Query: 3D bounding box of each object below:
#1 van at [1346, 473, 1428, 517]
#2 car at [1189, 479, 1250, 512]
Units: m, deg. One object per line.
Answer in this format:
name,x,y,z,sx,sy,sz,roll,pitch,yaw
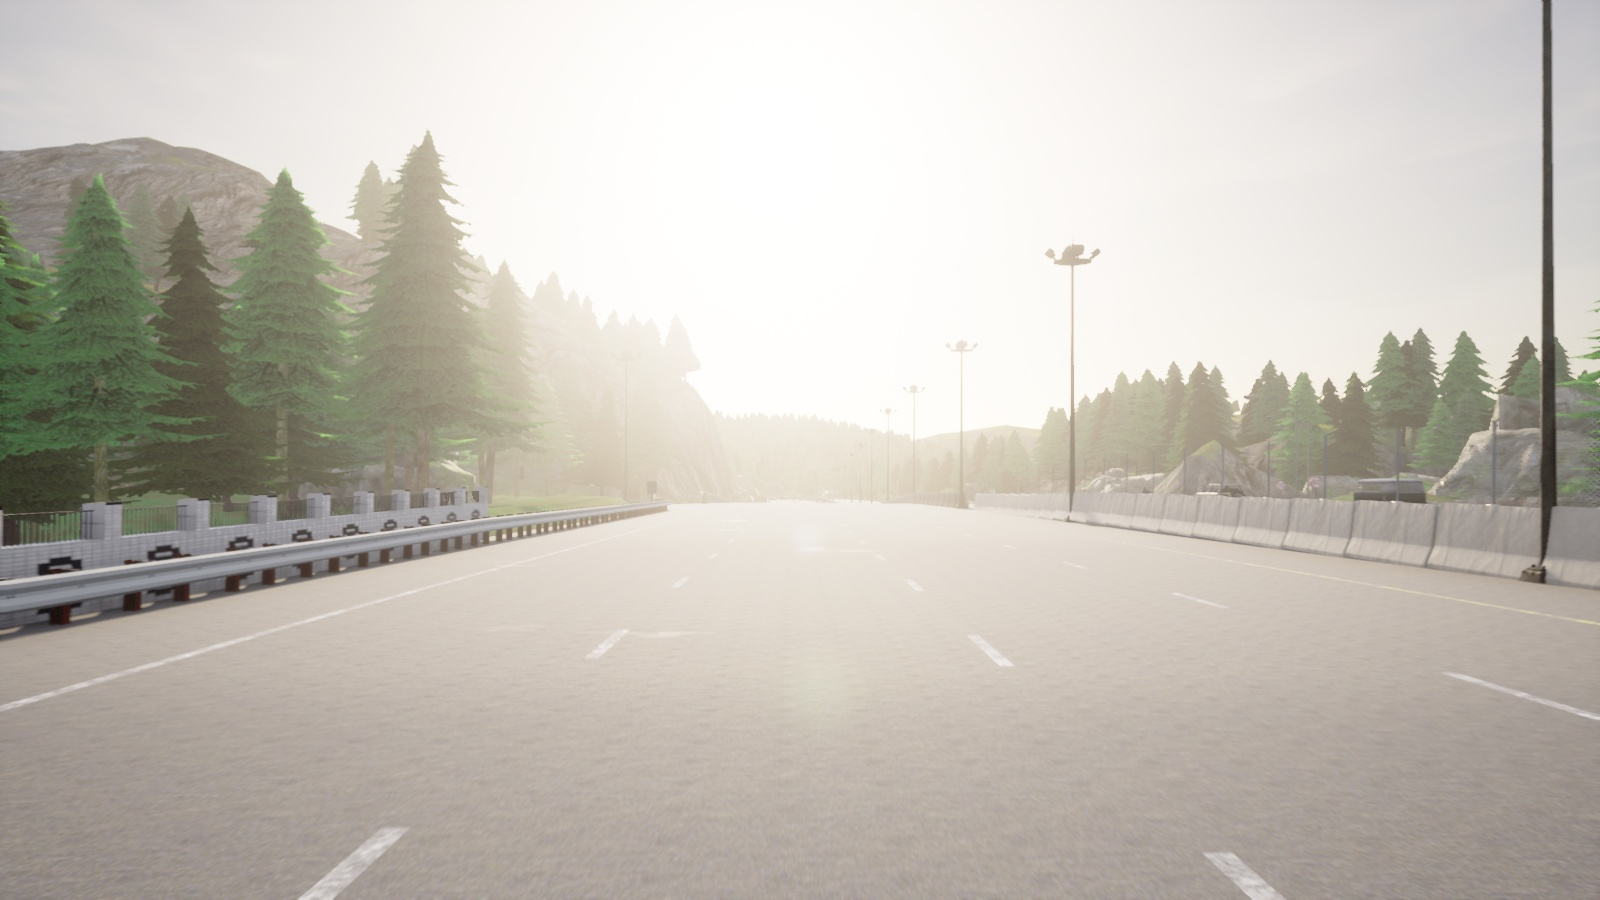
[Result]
van,27.848,2.135,59.706,1.775,1.987,4.442,0,-2,0
car,24.274,2.611,72.905,1.932,1.855,4.605,0,-2,-1
